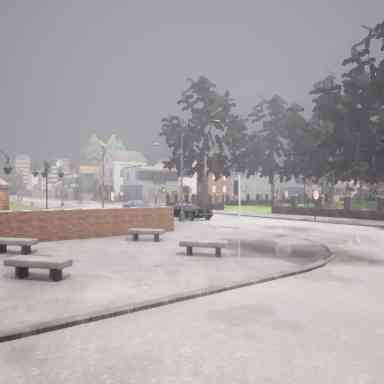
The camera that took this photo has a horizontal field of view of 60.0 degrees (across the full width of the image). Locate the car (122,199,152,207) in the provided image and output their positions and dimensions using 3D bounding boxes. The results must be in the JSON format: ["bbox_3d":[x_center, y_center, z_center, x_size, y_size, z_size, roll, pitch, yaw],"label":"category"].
[{"bbox_3d":[-5.825,1.526,35.192,1.812,1.442,4.674,0,0,-35],"label":"car"}]

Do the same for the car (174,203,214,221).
[{"bbox_3d":[-0.302,1.601,27.379,1.895,1.301,4.718,0,0,-35],"label":"car"}]
